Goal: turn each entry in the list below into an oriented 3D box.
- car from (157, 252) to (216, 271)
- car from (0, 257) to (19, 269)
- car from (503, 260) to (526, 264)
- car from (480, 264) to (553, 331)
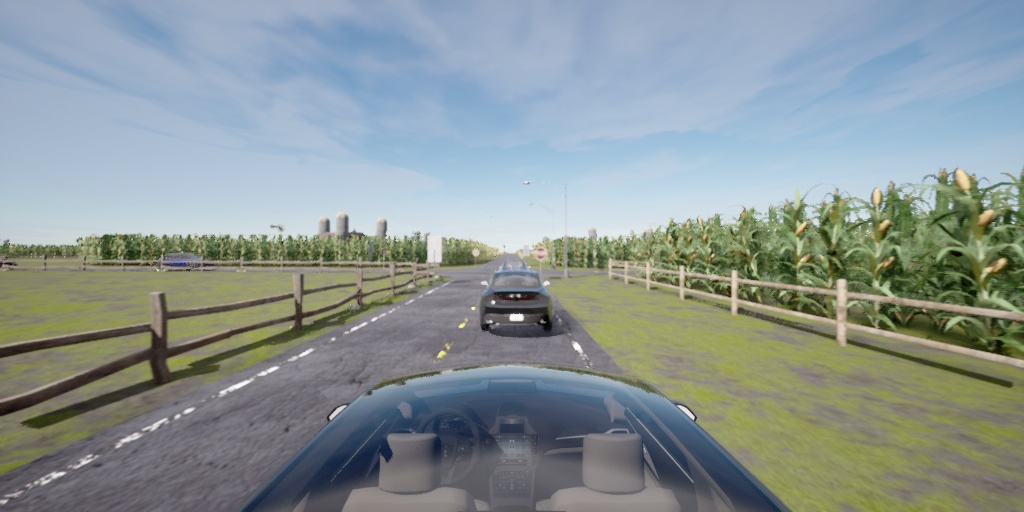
[{"bbox_3d":[-31.821,0.520,35.189,4.553,1.767,2.097,0,0,1],"label":"car"},{"bbox_3d":[-51.874,0.647,35.498,4.181,1.385,1.994,0,0,1],"label":"car"},{"bbox_3d":[0.165,1.002,22.098,2.128,1.511,4.902,0,1,2],"label":"car"},{"bbox_3d":[0.105,1.150,10.630,1.837,1.490,4.892,0,0,0],"label":"car"}]
